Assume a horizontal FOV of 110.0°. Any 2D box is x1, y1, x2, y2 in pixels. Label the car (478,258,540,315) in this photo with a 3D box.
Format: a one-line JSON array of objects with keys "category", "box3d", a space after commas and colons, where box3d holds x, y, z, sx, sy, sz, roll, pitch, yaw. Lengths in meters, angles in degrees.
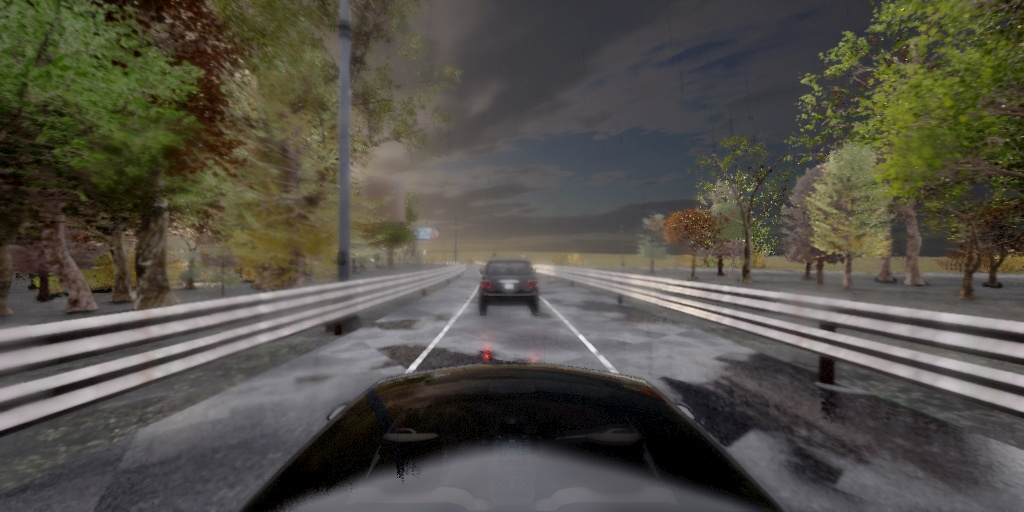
[{"category": "car", "box3d": [-0.160, 1.103, 14.489, 2.150, 2.045, 5.566, 0, 0, -2]}]
